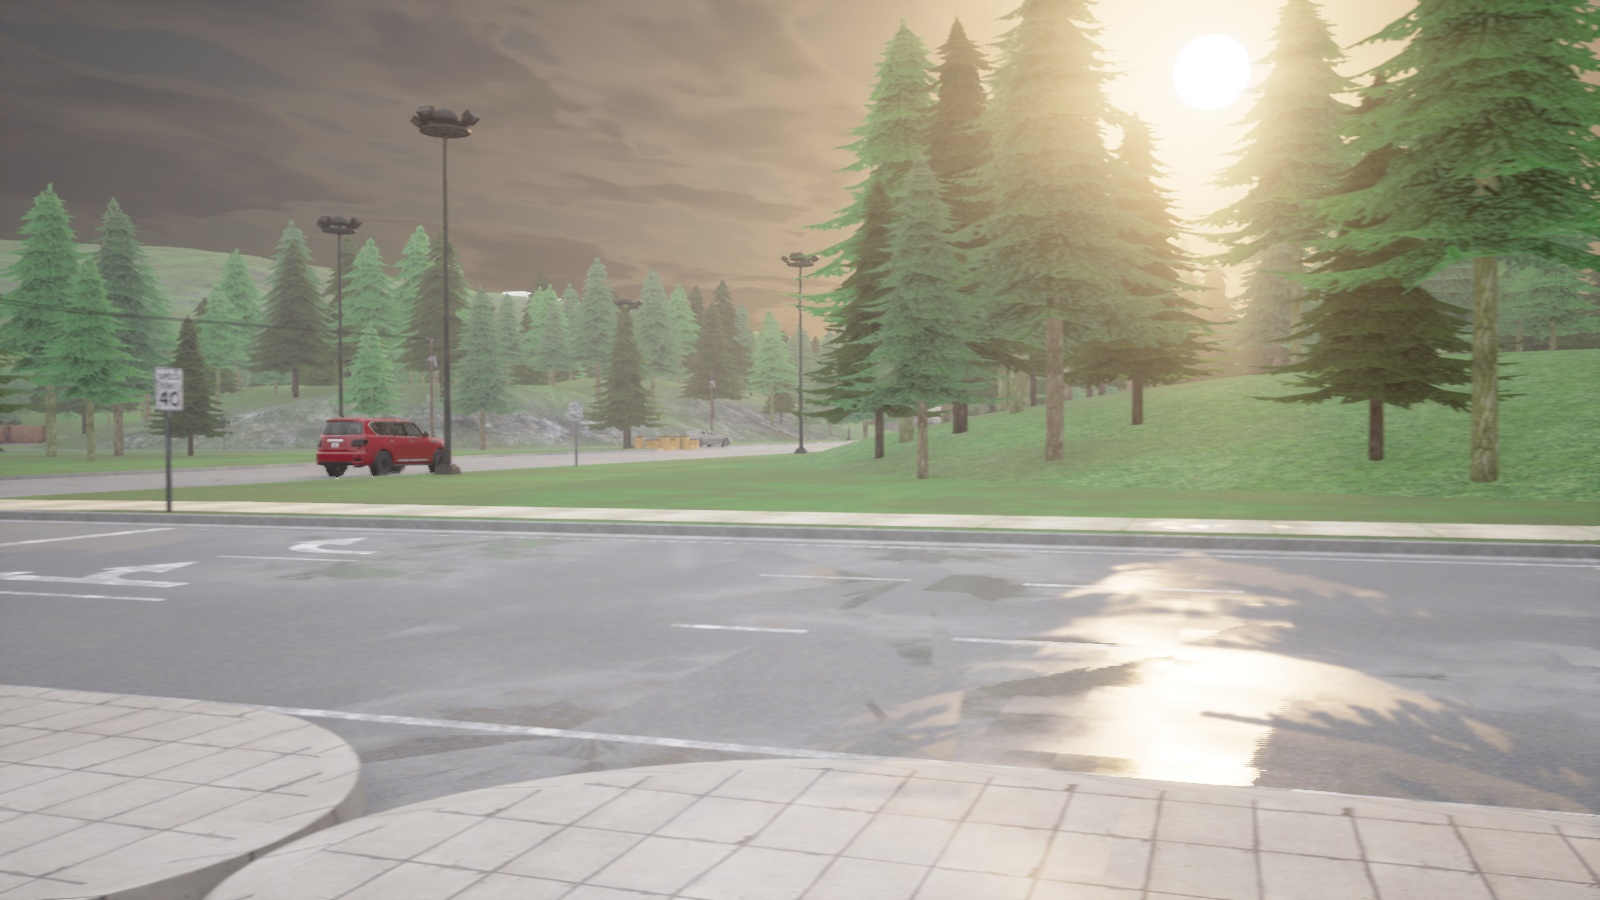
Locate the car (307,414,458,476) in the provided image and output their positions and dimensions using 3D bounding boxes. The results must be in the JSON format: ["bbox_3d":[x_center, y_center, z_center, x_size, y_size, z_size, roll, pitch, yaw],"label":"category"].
[{"bbox_3d":[-14.701,-0.221,44.586,2.150,2.045,5.566,1,1,19],"label":"car"}]
